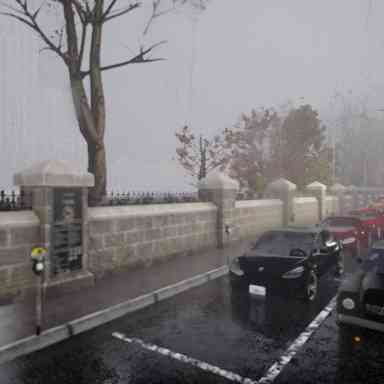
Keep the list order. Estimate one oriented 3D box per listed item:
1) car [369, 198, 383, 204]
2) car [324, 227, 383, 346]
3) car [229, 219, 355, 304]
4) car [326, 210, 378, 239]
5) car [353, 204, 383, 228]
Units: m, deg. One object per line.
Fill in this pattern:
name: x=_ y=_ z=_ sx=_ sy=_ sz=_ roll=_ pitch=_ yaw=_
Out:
car: x=12.357 y=1.445 z=22.103 sx=1.967 sy=1.590 sz=4.097 roll=0 pitch=0 yaw=35
car: x=3.948 y=1.600 z=5.843 sx=1.895 sy=1.301 sz=4.718 roll=0 pitch=0 yaw=35
car: x=2.554 y=1.566 z=8.353 sx=1.947 sy=1.339 sz=4.313 roll=0 pitch=0 yaw=35
car: x=5.822 y=1.581 z=12.938 sx=1.802 sy=1.307 sz=4.206 roll=0 pitch=0 yaw=35
car: x=9.090 y=1.544 z=17.520 sx=1.887 sy=1.381 sz=4.507 roll=0 pitch=0 yaw=35
